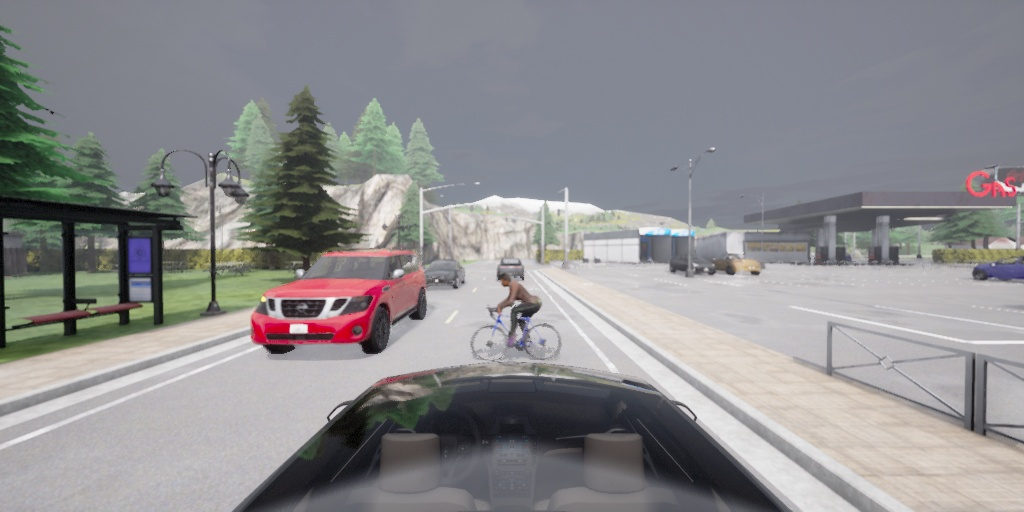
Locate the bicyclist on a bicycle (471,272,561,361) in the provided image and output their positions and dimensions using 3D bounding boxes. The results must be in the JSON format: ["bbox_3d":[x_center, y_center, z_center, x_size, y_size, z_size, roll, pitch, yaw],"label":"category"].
[{"bbox_3d":[0.063,1.116,6.502,1.656,1.620,0.582,-2,1,-1],"label":"bicyclist on a bicycle"}]

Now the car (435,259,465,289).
[{"bbox_3d":[-3.736,0.949,20.125,1.837,1.490,4.892,0,1,0],"label":"car"}]

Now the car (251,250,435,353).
[{"bbox_3d":[-3.651,0.855,8.860,2.150,2.045,5.566,0,1,0],"label":"car"}]

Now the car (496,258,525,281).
[{"bbox_3d":[-0.095,0.857,24.817,2.128,1.511,4.902,0,1,-1],"label":"car"}]
